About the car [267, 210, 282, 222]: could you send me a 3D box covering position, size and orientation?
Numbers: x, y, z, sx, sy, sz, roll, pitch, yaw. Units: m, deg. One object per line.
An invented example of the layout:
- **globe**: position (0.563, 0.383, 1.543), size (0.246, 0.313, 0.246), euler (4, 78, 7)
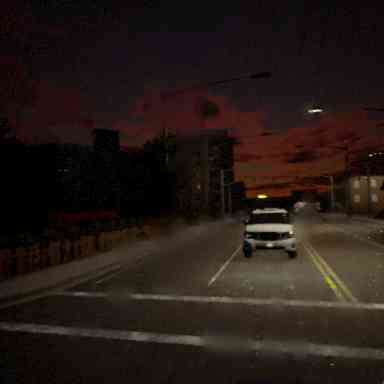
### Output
- **car**: position (11.249, 3.211, 45.069), size (1.837, 1.490, 4.892), euler (-2, -3, 15)

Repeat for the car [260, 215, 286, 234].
- **car**: position (6.947, 2.686, 28.394), size (1.895, 1.301, 4.718), euler (-2, -3, 14)

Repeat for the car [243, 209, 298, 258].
- **car**: position (3.748, 1.839, 15.859), size (2.150, 2.045, 5.566), euler (-2, -3, 14)
